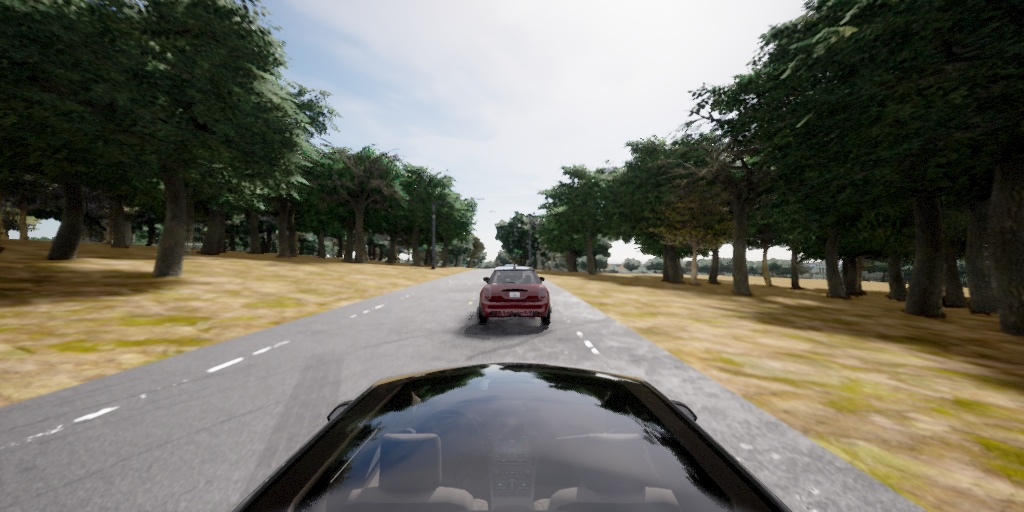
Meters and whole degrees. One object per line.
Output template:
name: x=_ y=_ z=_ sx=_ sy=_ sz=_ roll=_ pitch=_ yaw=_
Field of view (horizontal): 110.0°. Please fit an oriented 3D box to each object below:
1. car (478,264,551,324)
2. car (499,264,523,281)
car: x=0.070 y=1.115 z=12.196 sx=2.097 sy=1.767 sz=4.553 roll=0 pitch=0 yaw=0
car: x=-0.078 y=1.465 z=32.166 sx=1.994 sy=1.385 sz=4.181 roll=0 pitch=-1 yaw=-1
